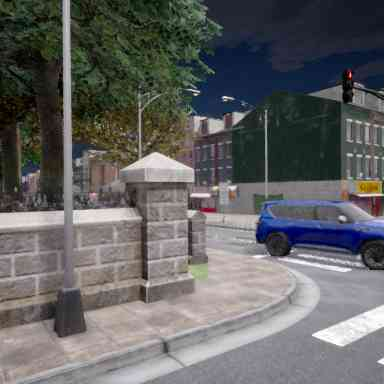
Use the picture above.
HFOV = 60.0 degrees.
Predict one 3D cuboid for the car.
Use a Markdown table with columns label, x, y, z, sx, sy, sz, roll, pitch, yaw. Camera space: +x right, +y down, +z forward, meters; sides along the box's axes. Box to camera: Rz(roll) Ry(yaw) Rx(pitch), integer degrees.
| label | x | y | z | sx | sy | sz | roll | pitch | yaw |
| --- | --- | --- | --- | --- | --- | --- | --- | --- | --- |
| car | 4.863 | 1.317 | 11.666 | 5.566 | 2.045 | 2.150 | -2 | 0 | 45 |
